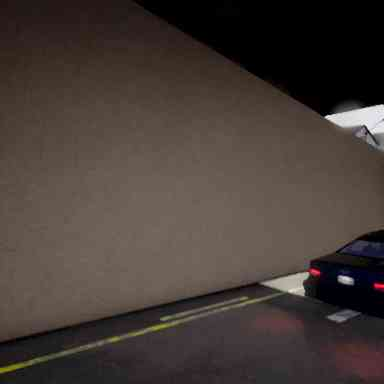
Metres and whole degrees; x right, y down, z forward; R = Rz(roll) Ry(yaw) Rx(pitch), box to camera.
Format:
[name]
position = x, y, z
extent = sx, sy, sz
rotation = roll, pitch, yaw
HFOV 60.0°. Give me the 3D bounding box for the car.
[car]
position = 4.622, 1.521, 7.050
extent = 5.357, 1.411, 2.033
rotation = 0, 0, -36
